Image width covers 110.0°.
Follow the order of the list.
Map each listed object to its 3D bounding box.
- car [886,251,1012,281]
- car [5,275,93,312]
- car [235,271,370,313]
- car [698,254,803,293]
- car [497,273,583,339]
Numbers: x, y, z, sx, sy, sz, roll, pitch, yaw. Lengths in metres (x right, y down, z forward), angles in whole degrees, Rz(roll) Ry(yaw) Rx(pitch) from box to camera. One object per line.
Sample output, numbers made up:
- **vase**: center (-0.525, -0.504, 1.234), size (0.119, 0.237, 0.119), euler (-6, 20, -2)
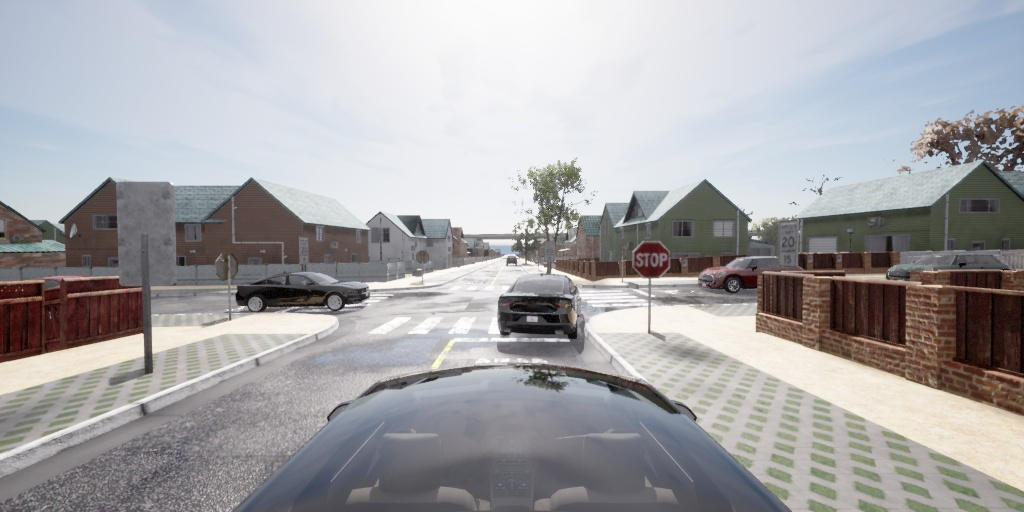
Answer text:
- **car**: center (21.691, 0.646, 17.926), size (4.553, 1.767, 2.097), euler (-1, 2, 0)
- **car**: center (-18.029, 1.547, 14.683), size (5.008, 1.535, 1.882), euler (-1, 2, 0)
- **car**: center (-8.477, 1.377, 14.752), size (5.008, 1.535, 1.882), euler (-1, 2, 0)
- **car**: center (11.796, 0.820, 17.848), size (4.553, 1.767, 2.097), euler (-1, 2, 0)
- **car**: center (0.953, 1.224, 10.232), size (1.882, 1.535, 5.008), euler (0, 0, 12)
